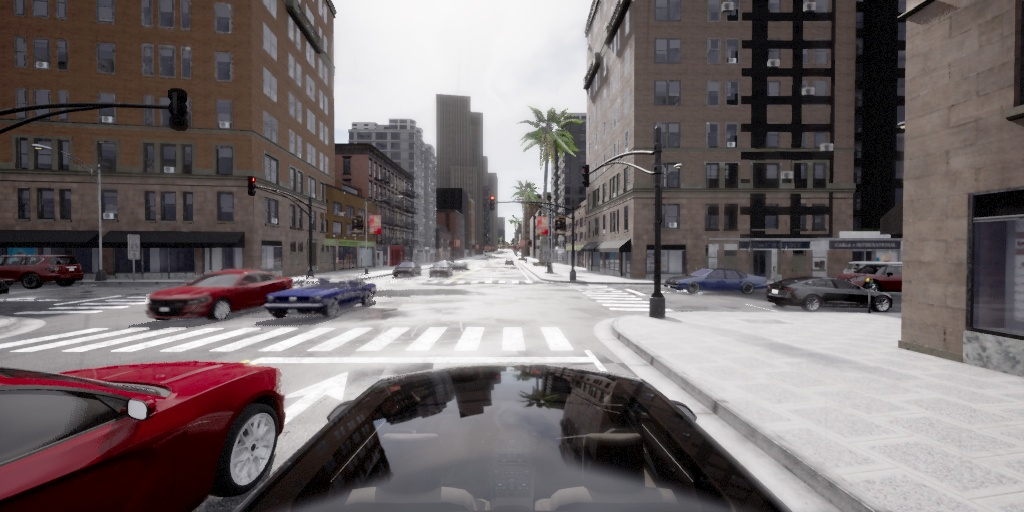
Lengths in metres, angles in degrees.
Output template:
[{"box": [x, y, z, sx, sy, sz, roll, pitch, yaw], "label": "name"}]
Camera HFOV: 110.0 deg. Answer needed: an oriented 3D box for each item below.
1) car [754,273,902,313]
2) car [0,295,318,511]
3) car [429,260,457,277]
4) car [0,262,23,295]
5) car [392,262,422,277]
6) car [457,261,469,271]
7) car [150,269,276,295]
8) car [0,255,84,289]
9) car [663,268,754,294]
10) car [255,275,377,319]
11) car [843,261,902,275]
[{"box": [12.863, 1.513, 14.713, 4.313, 1.339, 1.948, 0, 0, 0], "label": "car"}, {"box": [-3.144, 1.228, 1.475, 1.882, 1.535, 5.008, 0, 0, 1], "label": "car"}, {"box": [-6.874, 1.290, 35.145, 2.033, 1.411, 5.357, 0, 0, -4], "label": "car"}, {"box": [-24.034, 1.126, 14.575, 4.892, 1.490, 1.837, 1, 1, -9], "label": "car"}, {"box": [-10.138, 1.289, 35.142, 2.033, 1.411, 5.357, 0, 0, -4], "label": "car"}, {"box": [-6.945, 1.299, 48.434, 1.994, 1.385, 4.181, 0, 0, 0], "label": "car"}, {"box": [-9.918, 1.246, 12.711, 1.882, 1.535, 5.008, 0, 0, 0], "label": "car"}, {"box": [-27.280, 0.836, 19.908, 5.009, 1.841, 2.192, 0, 0, -9], "label": "car"}, {"box": [11.705, 1.400, 20.659, 5.357, 1.411, 2.033, 0, 1, 0], "label": "car"}, {"box": [-6.675, 1.381, 13.093, 1.895, 1.301, 4.718, 0, 0, 0], "label": "car"}, {"box": [21.175, 1.279, 20.670, 4.553, 1.767, 2.097, 0, 1, 0], "label": "car"}]
